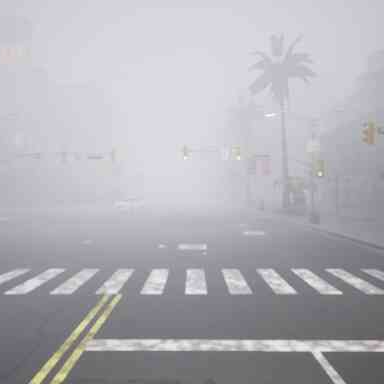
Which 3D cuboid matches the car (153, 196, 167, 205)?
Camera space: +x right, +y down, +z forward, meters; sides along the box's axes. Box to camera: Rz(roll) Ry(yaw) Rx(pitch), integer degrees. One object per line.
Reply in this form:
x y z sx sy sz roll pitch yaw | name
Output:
-6.875 1.944 68.428 2.033 1.411 5.357 0 0 0 | car

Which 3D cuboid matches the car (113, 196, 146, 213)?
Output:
-7.676 1.571 41.318 2.150 2.045 5.566 0 1 17 | car
